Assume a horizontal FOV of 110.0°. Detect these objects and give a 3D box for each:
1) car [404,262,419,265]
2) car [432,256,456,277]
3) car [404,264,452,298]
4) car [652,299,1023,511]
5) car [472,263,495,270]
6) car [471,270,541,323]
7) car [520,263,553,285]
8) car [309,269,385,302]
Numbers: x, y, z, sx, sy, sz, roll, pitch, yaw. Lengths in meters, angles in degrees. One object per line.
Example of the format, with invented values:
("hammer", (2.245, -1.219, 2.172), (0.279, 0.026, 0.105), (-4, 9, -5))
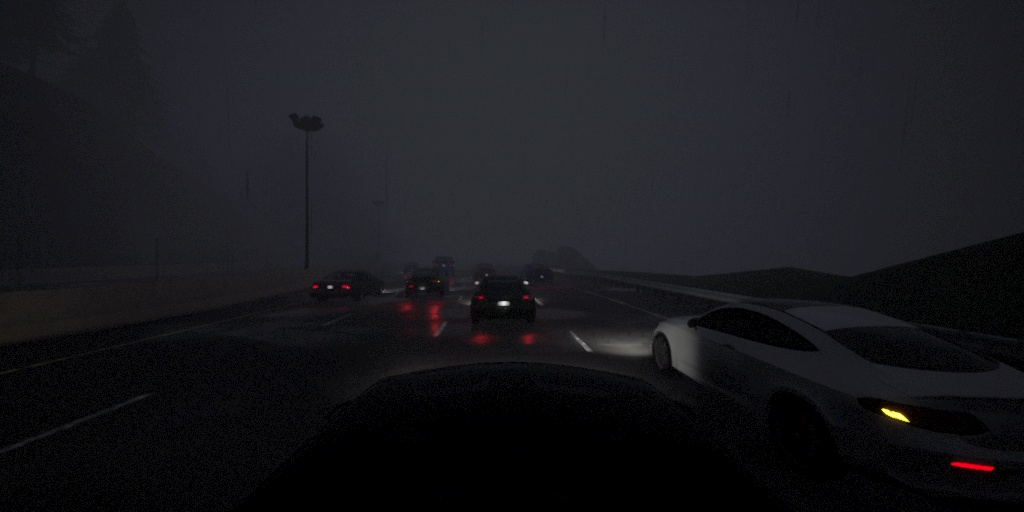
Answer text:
("car", (-11.791, 1.390, 42.524), (1.812, 1.442, 4.674), (0, 0, -13))
("car", (-7.097, 1.064, 37.459), (2.150, 2.045, 5.566), (0, 0, -11))
("car", (-4.379, 1.323, 18.922), (1.812, 1.442, 4.674), (0, 0, -6))
("car", (3.472, 1.274, 4.592), (1.812, 1.442, 4.674), (0, 0, -1))
("car", (-2.384, 1.344, 30.838), (1.812, 1.442, 4.674), (0, 0, -9))
("car", (-0.348, 1.338, 12.271), (1.994, 1.385, 4.181), (0, 0, -3))
("car", (1.723, 1.278, 26.942), (1.882, 1.535, 5.008), (0, 0, -8))
("car", (-7.748, 1.349, 17.370), (2.033, 1.411, 5.357), (0, 0, -5))
